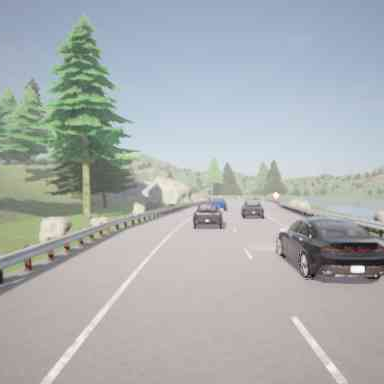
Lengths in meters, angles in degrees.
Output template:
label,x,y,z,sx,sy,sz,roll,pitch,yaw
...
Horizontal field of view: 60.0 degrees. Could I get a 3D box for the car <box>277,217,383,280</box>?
label,x,y,z,sx,sy,sz,roll,pitch,yaw
car,3.869,1.517,9.993,1.837,1.490,4.892,0,0,2

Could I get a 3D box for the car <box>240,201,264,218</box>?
label,x,y,z,sx,sy,sz,roll,pitch,yaw
car,5.385,1.517,29.946,2.128,1.511,4.902,0,0,6

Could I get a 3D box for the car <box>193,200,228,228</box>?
label,x,y,z,sx,sy,sz,roll,pitch,yaw
car,1.103,1.506,22.122,2.128,1.511,4.902,0,0,5

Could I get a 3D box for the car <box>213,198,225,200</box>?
label,x,y,z,sx,sy,sz,roll,pitch,yaw
car,3.362,1.507,41.368,1.882,1.535,5.008,0,0,8
